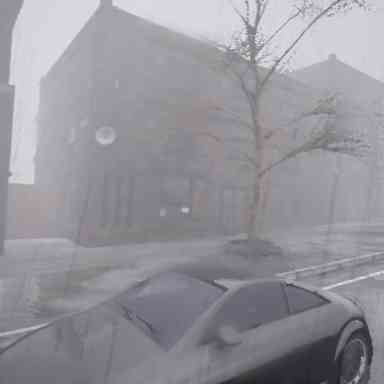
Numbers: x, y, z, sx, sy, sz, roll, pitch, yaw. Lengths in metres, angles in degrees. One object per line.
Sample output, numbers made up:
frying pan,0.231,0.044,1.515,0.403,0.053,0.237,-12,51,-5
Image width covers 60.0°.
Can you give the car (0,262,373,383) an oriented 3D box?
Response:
car,0.125,1.567,3.650,4.181,1.385,1.994,0,0,-35
